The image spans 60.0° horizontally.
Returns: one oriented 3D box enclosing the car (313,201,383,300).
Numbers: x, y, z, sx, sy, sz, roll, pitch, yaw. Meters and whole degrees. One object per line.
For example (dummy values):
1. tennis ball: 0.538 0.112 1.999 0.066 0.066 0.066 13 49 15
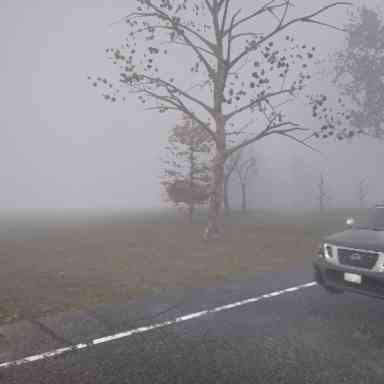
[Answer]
1. car: 5.197 1.222 7.724 5.566 2.045 2.150 0 0 -36
